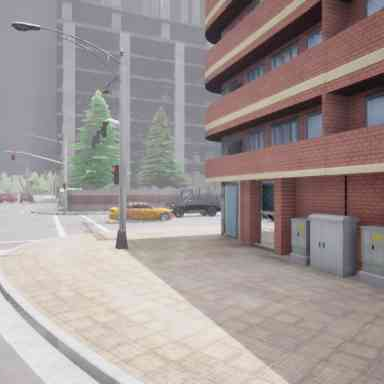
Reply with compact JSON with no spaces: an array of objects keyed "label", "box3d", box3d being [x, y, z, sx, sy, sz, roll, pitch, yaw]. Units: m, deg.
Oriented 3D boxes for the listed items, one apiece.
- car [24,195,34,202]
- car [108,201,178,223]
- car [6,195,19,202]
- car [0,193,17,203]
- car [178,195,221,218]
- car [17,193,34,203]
[{"label":"car","box3d":[-38.768,1.524,79.205,1.812,1.442,4.674,0,0,-23]},{"label":"car","box3d":[-3.918,1.533,25.651,5.008,1.535,1.882,0,0,-21]},{"label":"car","box3d":[-42.153,1.540,78.223,2.033,1.411,5.357,0,0,-23]},{"label":"car","box3d":[-38.004,1.225,68.432,2.150,2.045,5.566,0,0,-23]},{"label":"car","box3d":[0.117,1.277,31.313,5.566,2.045,2.150,0,0,-23]},{"label":"car","box3d":[-34.638,1.225,69.458,2.150,2.045,5.566,0,0,-23]}]
